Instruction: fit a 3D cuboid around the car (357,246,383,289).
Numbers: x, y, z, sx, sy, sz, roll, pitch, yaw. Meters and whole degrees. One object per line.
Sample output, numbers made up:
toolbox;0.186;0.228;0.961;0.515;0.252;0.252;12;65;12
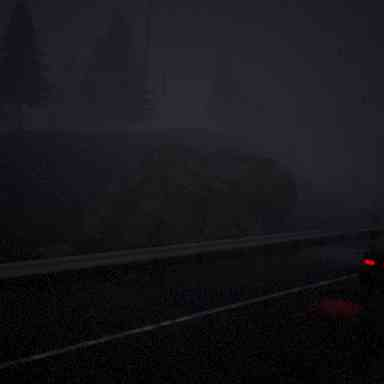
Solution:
car;6.105;1.542;7.882;5.357;1.411;2.033;0;0;-34
